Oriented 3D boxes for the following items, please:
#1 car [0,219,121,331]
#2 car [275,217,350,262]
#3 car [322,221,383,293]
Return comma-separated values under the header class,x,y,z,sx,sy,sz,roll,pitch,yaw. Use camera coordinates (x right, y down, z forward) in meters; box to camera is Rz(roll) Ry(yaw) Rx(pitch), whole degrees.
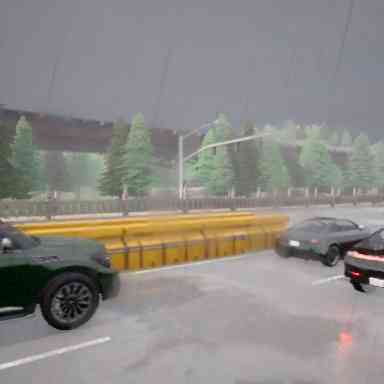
class,x,y,z,sx,sy,sz,roll,pitch,yaw
car,-3.969,1.220,5.220,5.566,2.045,2.150,0,0,-35
car,4.804,1.555,11.470,4.181,1.385,1.994,0,0,-36
car,5.423,1.482,7.611,4.902,1.511,2.128,0,0,-36
